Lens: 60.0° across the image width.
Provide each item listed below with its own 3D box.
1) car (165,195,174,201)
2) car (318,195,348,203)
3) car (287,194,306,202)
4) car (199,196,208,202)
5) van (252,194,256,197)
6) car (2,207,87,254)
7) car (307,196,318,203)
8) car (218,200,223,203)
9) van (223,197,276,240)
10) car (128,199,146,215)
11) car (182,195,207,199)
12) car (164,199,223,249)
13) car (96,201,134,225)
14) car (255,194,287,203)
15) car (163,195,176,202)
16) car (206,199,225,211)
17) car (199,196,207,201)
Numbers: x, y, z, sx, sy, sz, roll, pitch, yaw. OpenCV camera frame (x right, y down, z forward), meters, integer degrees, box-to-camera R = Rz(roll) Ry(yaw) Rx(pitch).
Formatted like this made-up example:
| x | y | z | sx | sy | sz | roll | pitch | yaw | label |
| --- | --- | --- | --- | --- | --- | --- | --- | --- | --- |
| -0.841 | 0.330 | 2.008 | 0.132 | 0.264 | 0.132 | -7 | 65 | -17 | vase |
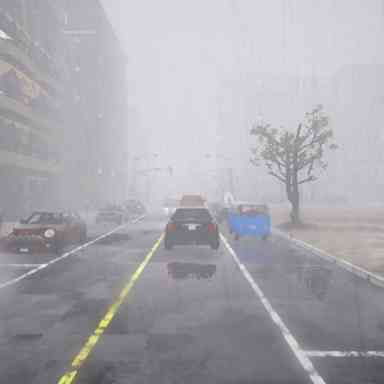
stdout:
| x | y | z | sx | sy | sz | roll | pitch | yaw | label |
| --- | --- | --- | --- | --- | --- | --- | --- | --- | --- |
| -5.680 | 1.577 | 84.918 | 1.887 | 1.381 | 4.507 | 1 | 0 | 0 | car |
| 24.757 | 1.195 | 57.668 | 4.097 | 1.590 | 1.967 | 0 | 0 | 0 | car |
| 19.290 | 1.238 | 66.088 | 5.009 | 1.841 | 2.192 | 0 | 0 | 0 | car |
| 2.700 | 1.595 | 79.307 | 1.947 | 1.339 | 4.313 | 1 | 0 | 0 | car |
| 13.763 | 1.306 | 66.127 | 3.998 | 1.788 | 1.690 | 0 | 0 | 0 | van |
| -5.682 | 1.442 | 13.266 | 1.967 | 1.590 | 4.097 | 1 | 0 | 0 | car |
| 24.820 | 1.425 | 66.047 | 4.507 | 1.381 | 1.887 | 0 | 0 | 0 | car |
| 2.785 | 1.551 | 25.114 | 1.887 | 1.381 | 4.507 | 1 | 0 | 0 | car |
| 2.731 | 1.344 | 16.653 | 1.690 | 1.788 | 3.998 | 1 | 0 | 0 | van |
| -5.807 | 1.449 | 33.309 | 1.967 | 1.590 | 4.097 | 1 | 0 | 0 | car |
| 0.000 | 1.266 | 29.684 | 2.150 | 2.045 | 5.566 | 0 | 0 | 0 | car |
| 0.000 | 1.369 | 14.622 | 2.097 | 1.767 | 4.553 | 0 | 0 | 0 | car |
| -5.759 | 1.587 | 24.405 | 1.802 | 1.307 | 4.206 | 1 | 0 | 0 | car |
| 13.703 | 1.422 | 57.746 | 4.206 | 1.307 | 1.802 | 0 | 0 | 0 | car |
| -3.000 | 1.616 | 49.656 | 1.994 | 1.385 | 4.181 | 0 | 0 | 0 | car |
| 2.830 | 1.563 | 41.114 | 2.008 | 1.369 | 4.403 | 1 | 0 | 0 | car |
| 2.700 | 1.614 | 84.878 | 1.802 | 1.307 | 4.206 | 1 | 0 | 0 | car |
